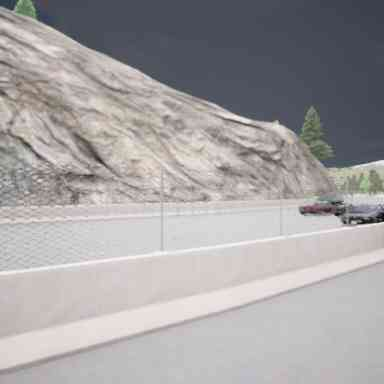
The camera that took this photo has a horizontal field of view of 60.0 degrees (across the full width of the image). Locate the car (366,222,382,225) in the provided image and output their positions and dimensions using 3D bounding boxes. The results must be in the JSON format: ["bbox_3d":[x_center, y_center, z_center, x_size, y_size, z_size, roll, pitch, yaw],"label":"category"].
[{"bbox_3d":[12.243,1.549,22.795,5.357,1.411,2.033,0,0,-42],"label":"car"}]
